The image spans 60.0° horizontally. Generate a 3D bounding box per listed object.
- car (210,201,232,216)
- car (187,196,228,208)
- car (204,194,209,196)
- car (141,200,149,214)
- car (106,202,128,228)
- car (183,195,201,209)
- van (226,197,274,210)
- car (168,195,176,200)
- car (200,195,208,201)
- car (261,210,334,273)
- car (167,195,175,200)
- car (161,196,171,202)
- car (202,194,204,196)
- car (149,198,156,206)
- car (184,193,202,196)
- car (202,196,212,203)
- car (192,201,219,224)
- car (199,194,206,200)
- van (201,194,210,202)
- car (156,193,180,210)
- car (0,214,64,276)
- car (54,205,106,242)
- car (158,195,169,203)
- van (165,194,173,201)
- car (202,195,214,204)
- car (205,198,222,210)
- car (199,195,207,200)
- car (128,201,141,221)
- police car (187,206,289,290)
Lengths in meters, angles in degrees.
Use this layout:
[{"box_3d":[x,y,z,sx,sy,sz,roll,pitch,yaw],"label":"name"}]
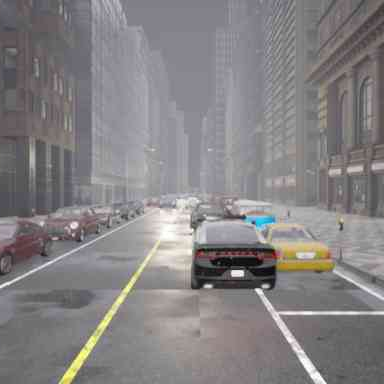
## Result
[{"box_3d":[2.817,1.553,32.663,1.802,1.307,4.206,0,0,0],"label":"car"},{"box_3d":[0.932,1.332,19.070,2.097,1.767,4.553,0,0,0],"label":"car"},{"box_3d":[2.826,1.283,38.264,2.192,1.841,5.009,0,0,0],"label":"car"},{"box_3d":[-5.708,1.537,32.665,1.947,1.339,4.313,0,0,0],"label":"car"},{"box_3d":[-5.728,1.530,21.462,2.008,1.369,4.403,0,0,0],"label":"car"},{"box_3d":[0.100,1.491,43.717,1.812,1.442,4.674,0,0,1],"label":"car"},{"box_3d":[2.786,1.325,15.858,1.690,1.788,3.998,0,0,0],"label":"van"},{"box_3d":[-5.599,1.491,94.289,1.887,1.381,4.507,0,0,0],"label":"car"},{"box_3d":[2.906,1.495,83.078,1.887,1.381,4.507,0,0,0],"label":"car"},{"box_3d":[2.777,1.514,10.427,1.752,1.417,4.829,0,0,0],"label":"car"},{"box_3d":[-5.609,1.493,88.687,1.887,1.381,4.507,0,0,0],"label":"car"},{"box_3d":[-5.639,1.499,71.880,1.887,1.381,4.507,0,0,0],"label":"car"},{"box_3d":[2.846,1.403,49.468,1.967,1.590,4.097,0,0,0],"label":"car"},{"box_3d":[-5.679,1.508,49.472,1.887,1.381,4.507,0,0,0],"label":"car"},{"box_3d":[0.100,1.312,55.801,2.097,1.767,4.553,0,0,0],"label":"car"},{"box_3d":[2.877,1.538,66.273,1.802,1.307,4.206,0,0,0],"label":"car"},{"box_3d":[0.944,1.502,25.100,1.812,1.442,4.674,0,0,0],"label":"car"},{"box_3d":[2.926,1.386,94.282,1.967,1.590,4.097,0,0,0],"label":"car"},{"box_3d":[2.886,1.295,71.874,1.690,1.788,3.998,0,0,0],"label":"van"},{"box_3d":[-3.022,1.318,43.002,2.097,1.767,4.553,0,0,0],"label":"car"},{"box_3d":[-5.748,1.571,10.258,1.802,1.307,4.206,0,0,0],"label":"car"},{"box_3d":[-5.738,1.424,15.859,1.967,1.590,4.097,0,0,0],"label":"car"},{"box_3d":[-5.649,1.396,66.278,1.967,1.590,4.097,0,0,0],"label":"car"},{"box_3d":[-5.620,1.291,83.085,1.690,1.788,3.998,0,0,0],"label":"van"},{"box_3d":[2.866,1.399,60.671,1.967,1.590,4.097,0,0,0],"label":"car"},{"box_3d":[2.837,1.531,43.867,1.947,1.339,4.313,0,0,0],"label":"car"},{"box_3d":[2.916,1.493,88.681,1.887,1.381,4.507,0,0,0],"label":"car"},{"box_3d":[-5.718,1.540,27.063,1.947,1.339,4.313,0,0,0],"label":"car"},{"box_3d":[0.915,1.415,9.209,1.930,1.638,5.238,0,0,0],"label":"police car"}]
